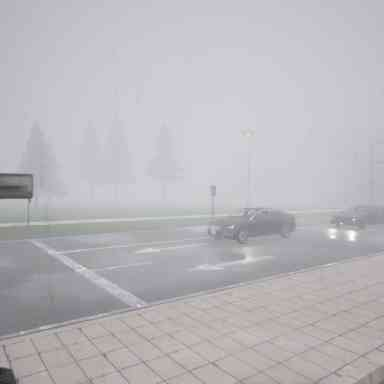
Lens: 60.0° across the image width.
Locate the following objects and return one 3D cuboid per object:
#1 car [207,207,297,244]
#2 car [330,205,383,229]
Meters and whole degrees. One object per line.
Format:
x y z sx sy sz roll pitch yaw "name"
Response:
2.929 1.492 15.901 4.902 1.511 2.128 0 0 -35 "car"
11.327 1.547 21.850 5.357 1.411 2.033 0 0 -35 "car"
